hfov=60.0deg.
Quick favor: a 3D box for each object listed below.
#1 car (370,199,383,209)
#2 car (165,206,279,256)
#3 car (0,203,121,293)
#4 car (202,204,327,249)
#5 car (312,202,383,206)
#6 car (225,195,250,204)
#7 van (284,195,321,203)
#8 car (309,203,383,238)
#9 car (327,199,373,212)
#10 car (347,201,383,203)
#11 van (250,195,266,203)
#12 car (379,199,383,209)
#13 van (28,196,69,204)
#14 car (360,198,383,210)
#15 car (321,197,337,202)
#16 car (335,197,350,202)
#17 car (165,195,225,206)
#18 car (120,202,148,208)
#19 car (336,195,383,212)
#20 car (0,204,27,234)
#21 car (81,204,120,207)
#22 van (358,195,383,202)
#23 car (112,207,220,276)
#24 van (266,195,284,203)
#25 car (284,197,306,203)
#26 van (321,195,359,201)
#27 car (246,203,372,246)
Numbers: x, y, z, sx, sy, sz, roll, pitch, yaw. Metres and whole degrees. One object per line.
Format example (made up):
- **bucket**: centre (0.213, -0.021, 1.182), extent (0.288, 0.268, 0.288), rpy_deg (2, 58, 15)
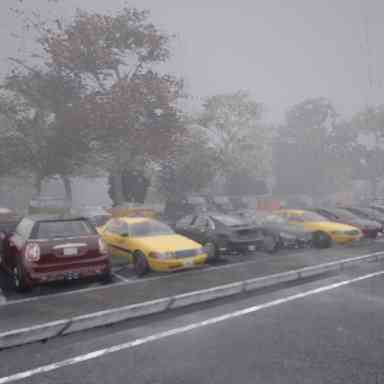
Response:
- **car**: centre (29.142, 1.811, 48.955), extent (2.002, 1.452, 4.674), rpy_deg (1, 0, -35)
- **car**: centre (0.516, 1.510, 12.557), extent (2.231, 1.521, 4.892), rpy_deg (0, 0, -35)
- **car**: centre (-3.995, 1.370, 9.320), extent (2.185, 1.767, 4.553), rpy_deg (0, 0, -35)
- **car**: centre (2.771, 1.517, 14.176), extent (2.231, 1.521, 4.892), rpy_deg (0, 0, -35)
- **car**: centre (9.580, 1.565, 18.972), extent (2.163, 1.488, 4.792), rpy_deg (0, 0, -35)
- **car**: centre (2.072, 1.283, 29.684), extent (2.435, 2.045, 5.566), rpy_deg (0, 0, -35)
- **van**: centre (11.162, 1.338, 36.047), extent (1.878, 1.987, 4.442), rpy_deg (0, 0, -36)
- **car**: centre (7.317, 1.558, 17.364), extent (2.163, 1.488, 4.792), rpy_deg (0, 0, -35)
- **car**: centre (20.127, 1.677, 42.516), extent (2.163, 1.488, 4.792), rpy_deg (1, 0, -35)
- **car**: centre (11.843, 1.571, 20.580), extent (2.163, 1.488, 4.792), rpy_deg (0, 0, -35)
- **van**: centre (4.381, 1.315, 31.216), extent (1.878, 1.987, 4.442), rpy_deg (0, 0, -35)
- **car**: centre (31.415, 1.831, 50.539), extent (2.163, 1.488, 4.792), rpy_deg (1, 0, -35)
- **van**: centre (-9.405, 1.276, 21.704), extent (1.878, 1.987, 4.442), rpy_deg (0, 0, -35)
- **car**: centre (26.990, 1.737, 47.202), extent (1.946, 1.575, 5.366), rpy_deg (1, 0, -35)
- **car**: centre (13.325, 1.605, 37.752), extent (2.163, 1.488, 4.792), rpy_deg (0, 0, -35)
- **car**: centre (15.476, 1.623, 39.281), extent (2.163, 1.488, 4.792), rpy_deg (1, 0, -35)
- **car**: centre (-0.186, 1.277, 28.079), extent (2.435, 2.045, 5.566), rpy_deg (0, 0, -35)
- **car**: centre (-4.716, 1.515, 24.887), extent (2.097, 1.535, 5.008), rpy_deg (0, 0, -35)
- **car**: centre (22.353, 1.427, 44.169), extent (2.435, 2.045, 5.566), rpy_deg (1, 0, -35)
- **car**: centre (-11.491, 1.535, 20.075), extent (2.002, 1.452, 4.674), rpy_deg (0, 0, -35)
- **car**: centre (-7.081, 1.548, 23.216), extent (2.002, 1.452, 4.674), rpy_deg (0, 0, -35)
- **van**: centre (14.022, 1.323, 22.308), extent (1.878, 1.987, 4.442), rpy_deg (0, 0, -35)
- **car**: centre (-1.643, 1.500, 10.803), extent (1.946, 1.575, 5.366), rpy_deg (0, 0, -35)
- **van**: centre (6.504, 1.322, 33.011), extent (1.878, 1.987, 4.442), rpy_deg (0, 0, -35)
- **car**: centre (8.825, 1.554, 34.525), extent (2.097, 1.535, 5.008), rpy_deg (0, 0, -35)
- **van**: centre (17.686, 1.393, 40.960), extent (1.878, 1.987, 4.442), rpy_deg (1, 0, -35)
- **car**: centre (5.145, 1.519, 15.628), extent (1.946, 1.575, 5.366), rpy_deg (0, 0, -35)
